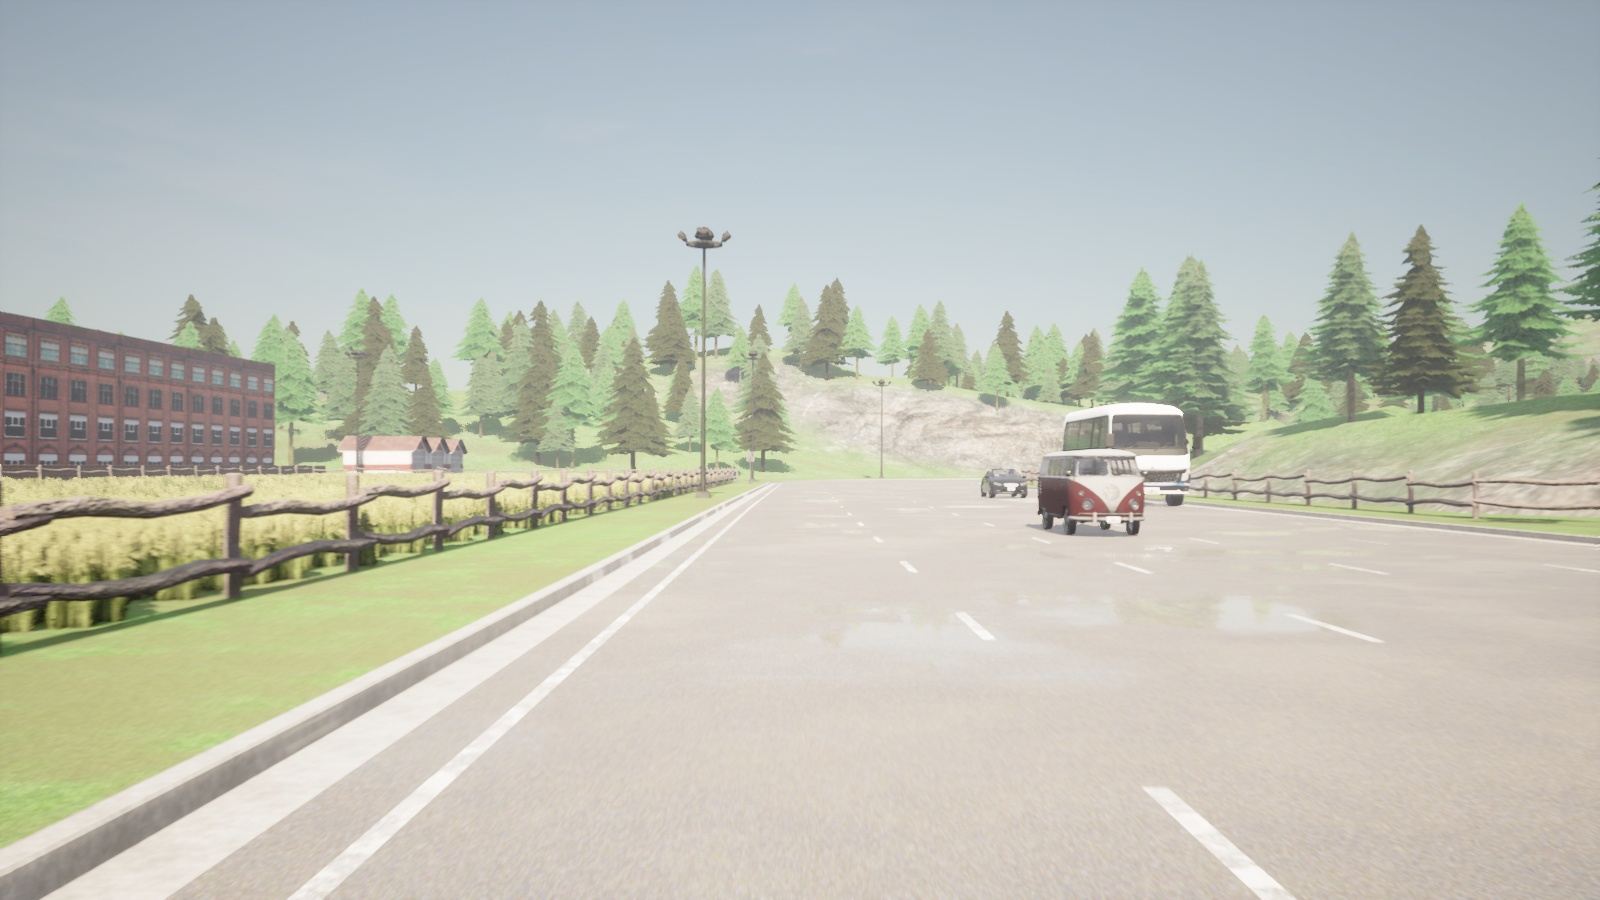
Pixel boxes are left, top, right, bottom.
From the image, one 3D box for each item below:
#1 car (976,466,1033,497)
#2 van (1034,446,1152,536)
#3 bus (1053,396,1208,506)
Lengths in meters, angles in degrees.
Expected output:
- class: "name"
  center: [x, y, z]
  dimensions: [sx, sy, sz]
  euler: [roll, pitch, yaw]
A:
- class: "car"
  center: [10.424, 1.580, 64.378]
  dimensions: [2.128, 1.511, 4.902]
  euler: [0, -1, 0]
- class: "van"
  center: [6.928, 0.935, 30.136]
  dimensions: [1.775, 1.987, 4.442]
  euler: [0, -1, 0]
- class: "bus"
  center: [13.892, 0.096, 54.019]
  dimensions: [3.944, 4.253, 10.273]
  euler: [0, -1, 0]
